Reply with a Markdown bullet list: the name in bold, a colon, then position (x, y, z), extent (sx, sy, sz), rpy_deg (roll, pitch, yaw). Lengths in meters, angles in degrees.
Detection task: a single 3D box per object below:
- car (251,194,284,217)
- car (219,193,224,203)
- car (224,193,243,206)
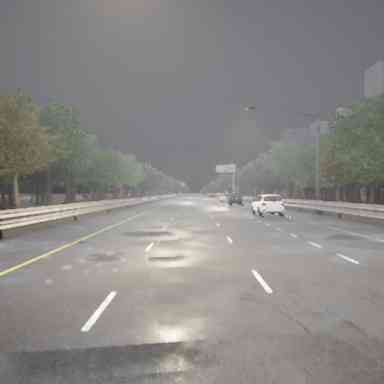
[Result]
- **car**: position (7.061, 1.244, 31.345), extent (2.150, 2.045, 5.566), rpy_deg (0, 0, 0)
- **car**: position (7.310, 1.298, 73.149), extent (2.150, 2.045, 5.566), rpy_deg (0, 0, 0)
- **car**: position (7.185, 1.274, 56.000), extent (2.150, 2.045, 5.566), rpy_deg (0, 0, 0)
